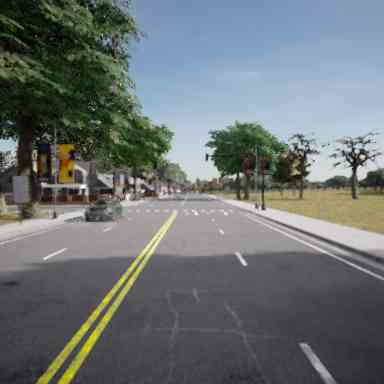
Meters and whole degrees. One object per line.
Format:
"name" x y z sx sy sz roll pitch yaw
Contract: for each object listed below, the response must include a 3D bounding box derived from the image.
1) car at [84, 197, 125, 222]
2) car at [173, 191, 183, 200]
"car" -6.572 1.247 25.396 2.097 1.767 4.553 0 0 0
"car" -3.267 0.883 79.951 2.150 2.045 5.566 0 0 0
